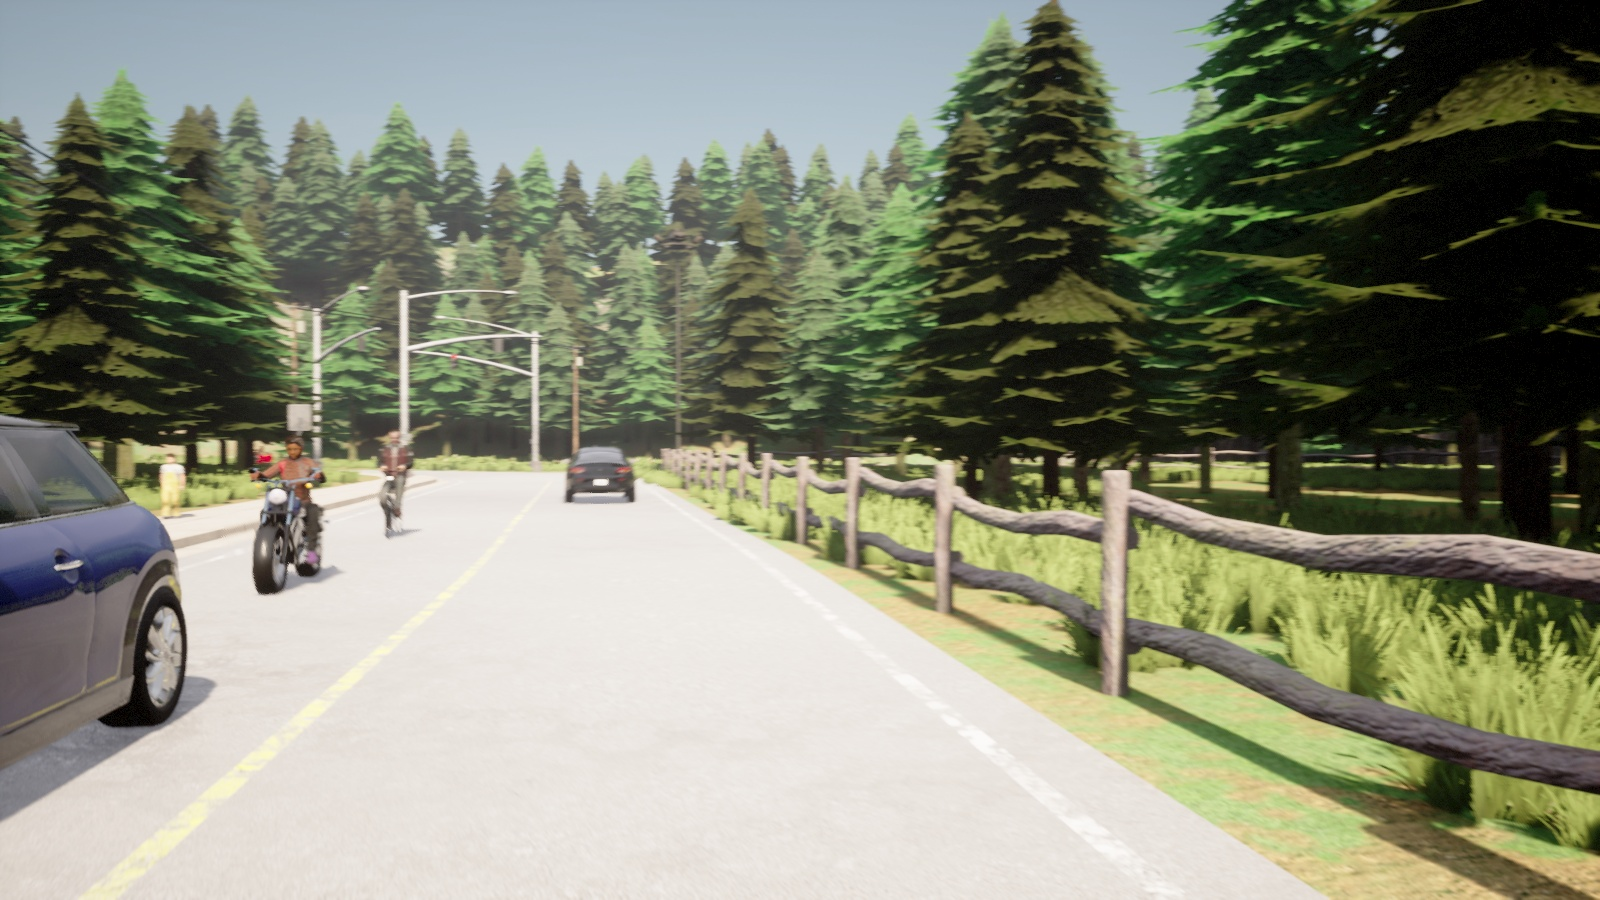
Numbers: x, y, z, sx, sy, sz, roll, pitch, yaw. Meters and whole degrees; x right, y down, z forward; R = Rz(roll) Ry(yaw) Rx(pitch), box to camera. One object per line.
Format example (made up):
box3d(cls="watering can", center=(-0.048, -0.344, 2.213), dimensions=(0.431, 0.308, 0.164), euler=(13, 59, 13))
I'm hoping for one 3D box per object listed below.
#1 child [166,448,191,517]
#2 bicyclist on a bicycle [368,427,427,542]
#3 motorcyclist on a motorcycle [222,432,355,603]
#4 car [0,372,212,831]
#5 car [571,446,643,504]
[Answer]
box3d(cls="child", center=(-11.462, 0.598, 23.160), dimensions=(0.270, 1.263, 0.437), euler=(0, 0, -7))
box3d(cls="bicyclist on a bicycle", center=(-6.476, 0.532, 20.263), dimensions=(0.659, 1.776, 1.843), euler=(0, 0, -10))
box3d(cls="motorcyclist on a motorcycle", center=(-5.357, 0.639, 13.305), dimensions=(0.766, 1.649, 2.350), euler=(0, 1, -9))
box3d(cls="car", center=(-4.140, 0.585, 4.844), dimensions=(2.097, 1.767, 4.553), euler=(0, 0, -7))
box3d(cls="car", center=(-5.242, 0.627, 33.941), dimensions=(1.812, 1.442, 4.674), euler=(0, 0, -9))
